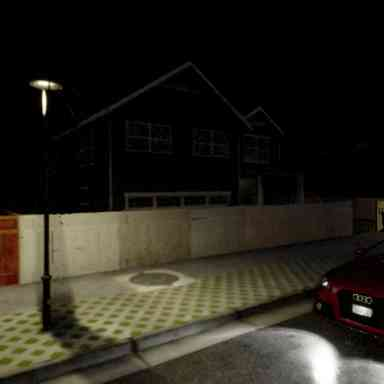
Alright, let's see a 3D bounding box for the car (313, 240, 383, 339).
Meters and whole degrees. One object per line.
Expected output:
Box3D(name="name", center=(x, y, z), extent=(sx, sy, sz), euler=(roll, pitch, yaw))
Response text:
Box3D(name="car", center=(4.092, 1.534, 5.988), extent=(4.181, 1.385, 1.994), euler=(0, 0, -35))
